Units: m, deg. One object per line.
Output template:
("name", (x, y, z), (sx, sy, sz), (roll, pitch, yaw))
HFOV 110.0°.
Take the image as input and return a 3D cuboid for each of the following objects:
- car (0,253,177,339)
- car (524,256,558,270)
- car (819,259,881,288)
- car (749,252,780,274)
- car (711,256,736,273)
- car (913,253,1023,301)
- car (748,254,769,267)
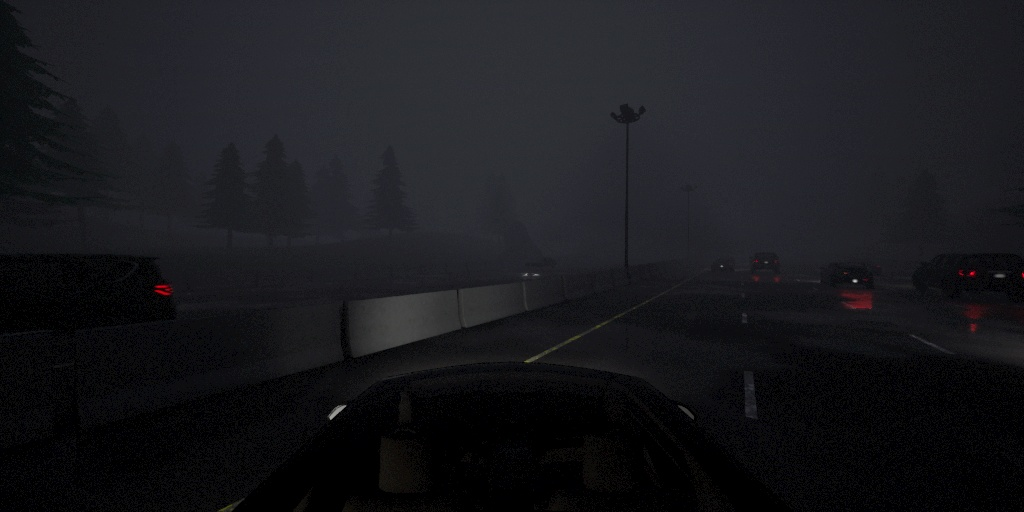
("car", (-10.166, 0.963, 6.807), (2.150, 2.045, 5.566), (0, 0, 32))
("car", (3.431, 0.685, 41.014), (2.033, 1.411, 5.357), (0, 1, 32))
("car", (20.648, 1.101, 22.249), (1.837, 1.490, 4.892), (0, 1, 33))
("car", (24.395, 0.627, 34.651), (2.150, 2.045, 5.566), (0, 1, 32))
("car", (21.816, 0.955, 37.121), (1.994, 1.385, 4.181), (0, 1, 33))
("car", (21.417, 0.865, 16.941), (2.150, 2.045, 5.566), (0, 1, 33))
("car", (32.415, 0.583, 47.240), (2.128, 1.511, 4.902), (0, 1, 32))
